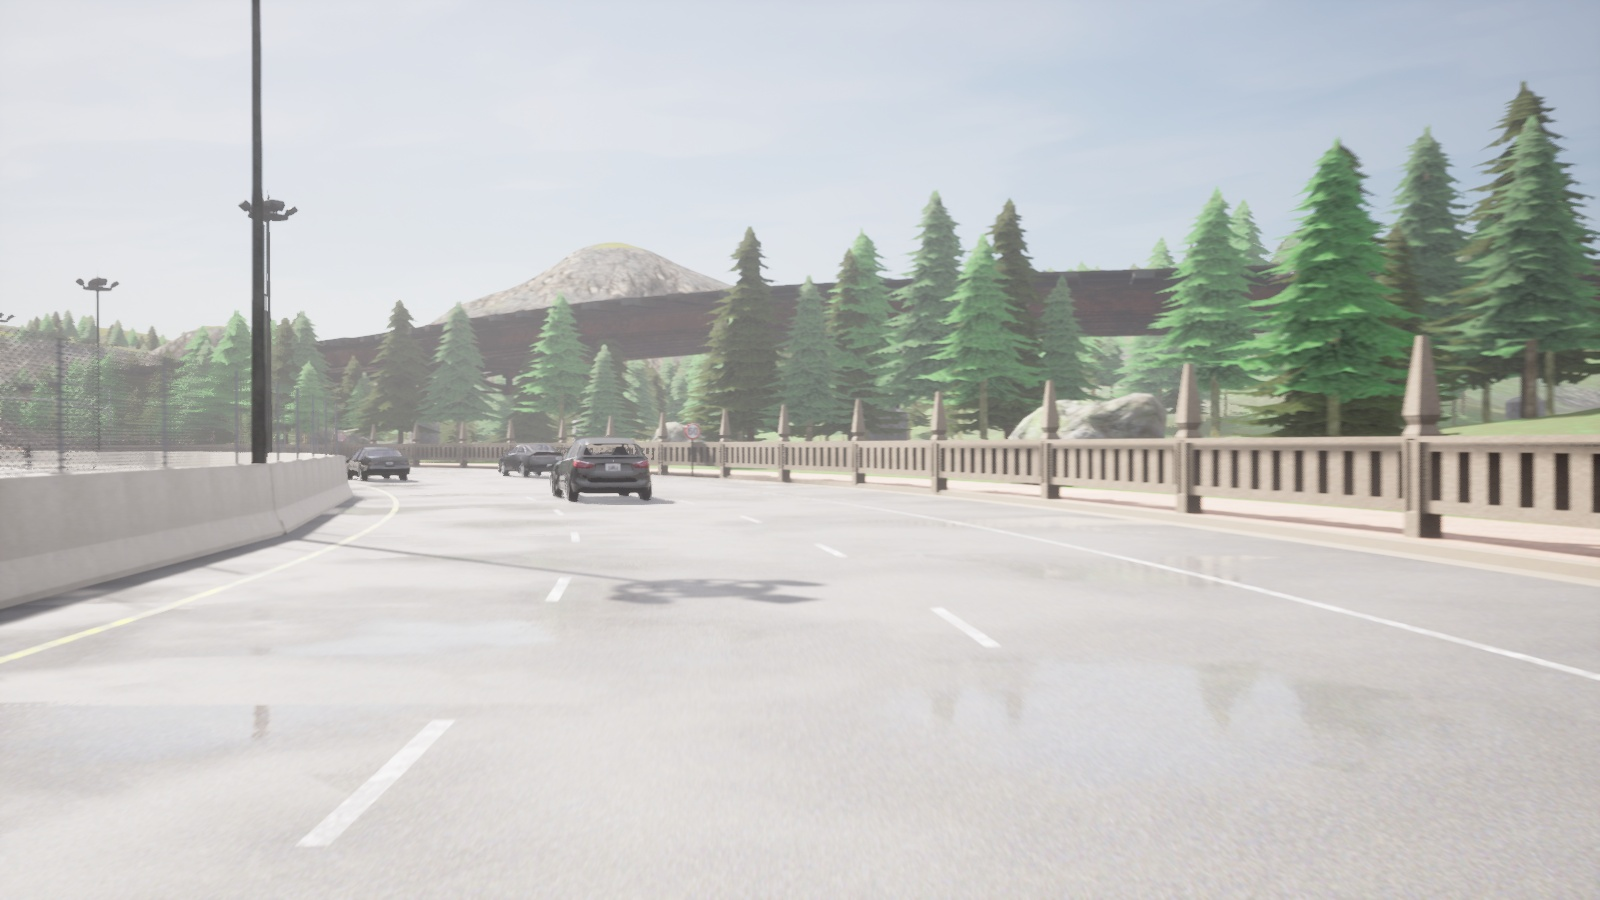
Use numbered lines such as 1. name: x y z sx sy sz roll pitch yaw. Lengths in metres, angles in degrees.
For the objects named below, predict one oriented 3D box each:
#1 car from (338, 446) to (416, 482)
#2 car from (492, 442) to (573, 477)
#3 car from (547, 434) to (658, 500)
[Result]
1. car: -17.829 0.547 52.786 2.033 1.411 5.357 0 0 -31
2. car: -12.164 0.418 56.913 2.128 1.511 4.902 0 0 -31
3. car: -5.450 0.415 34.083 2.242 1.667 4.611 0 0 -19
